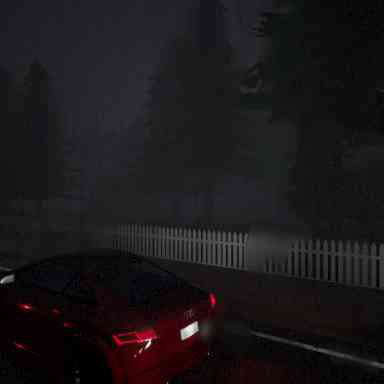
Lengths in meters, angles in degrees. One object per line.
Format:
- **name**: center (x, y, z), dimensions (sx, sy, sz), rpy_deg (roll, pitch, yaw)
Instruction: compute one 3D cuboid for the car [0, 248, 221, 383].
- **car**: center (-1.675, 1.564, 4.975), dimensions (4.181, 1.385, 1.994), rpy_deg (0, 0, 35)
